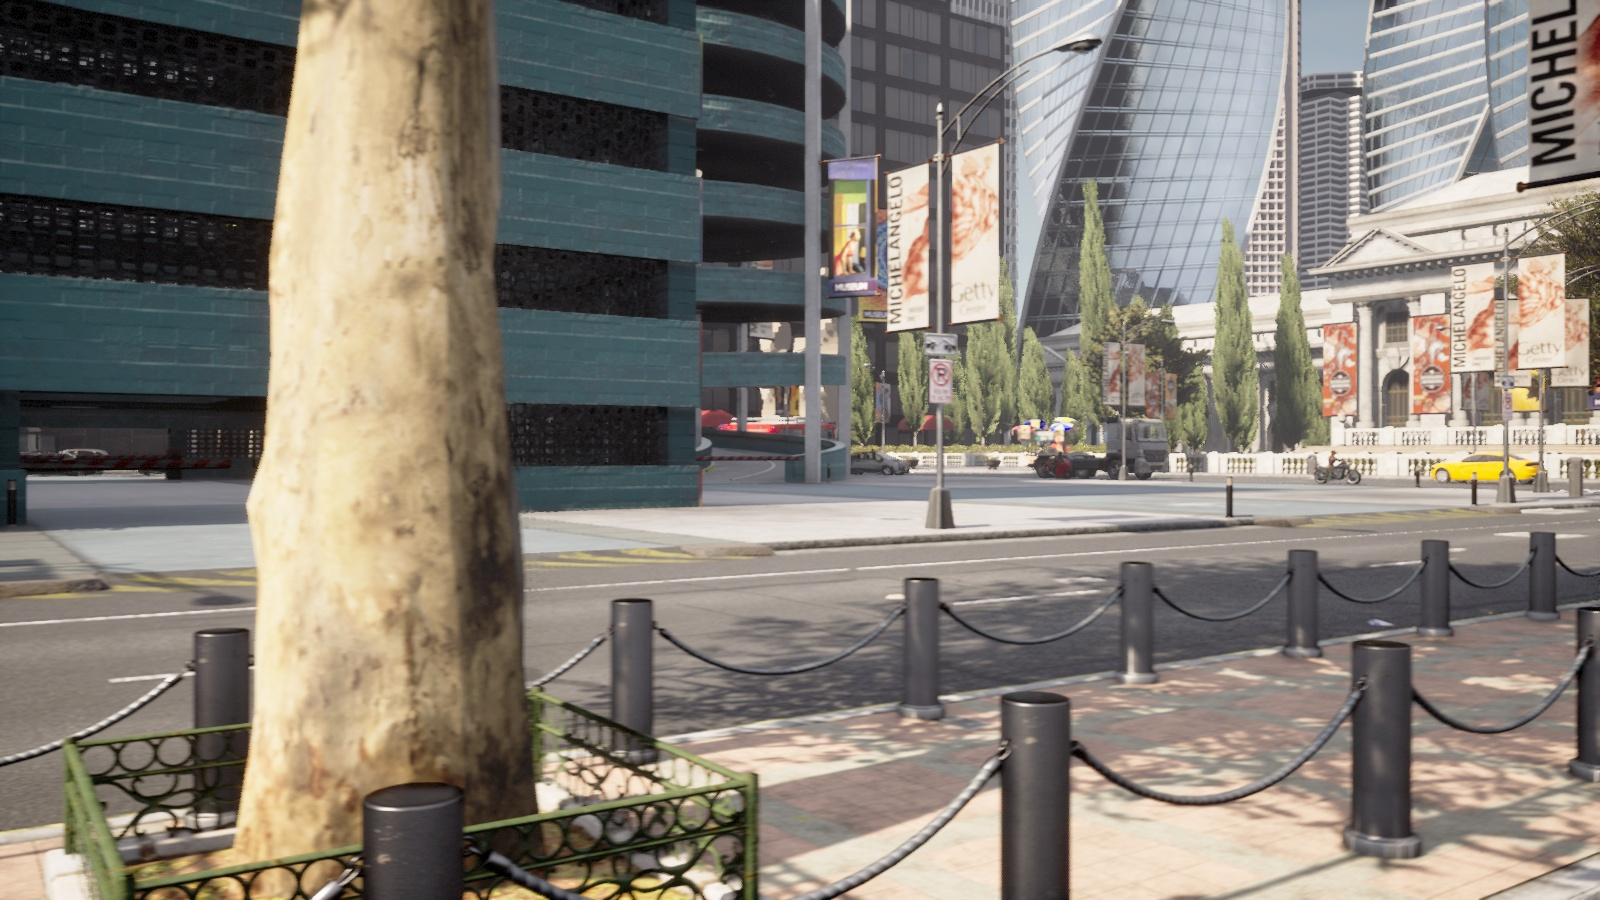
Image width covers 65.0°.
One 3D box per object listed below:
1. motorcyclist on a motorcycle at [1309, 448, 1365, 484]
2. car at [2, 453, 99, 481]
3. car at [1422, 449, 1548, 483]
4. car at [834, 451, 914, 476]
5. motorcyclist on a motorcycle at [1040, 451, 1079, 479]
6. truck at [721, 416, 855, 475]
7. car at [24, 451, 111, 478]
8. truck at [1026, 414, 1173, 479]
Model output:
[{"bbox_3d":[25.199,0.728,58.978,0.766,1.649,2.350,0,0,-35],"label":"motorcyclist on a motorcycle"},{"bbox_3d":[-41.990,0.947,70.385,4.514,1.525,2.007,0,0,-35],"label":"car"},{"bbox_3d":[32.811,0.735,60.277,1.882,1.535,5.008,0,0,-35],"label":"car"},{"bbox_3d":[4.572,0.821,77.561,4.514,1.525,2.007,0,0,30],"label":"car"},{"bbox_3d":[14.169,0.811,68.647,0.797,1.523,2.044,-1,0,-37],"label":"motorcyclist on a motorcycle"},{"bbox_3d":[-0.772,-0.263,84.063,8.468,3.827,2.891,0,0,16],"label":"truck"},{"bbox_3d":[-46.643,0.876,79.948,4.611,1.667,2.242,0,0,-35],"label":"car"},{"bbox_3d":[16.790,-0.157,71.011,2.891,3.462,7.936,0,0,-39],"label":"truck"}]
